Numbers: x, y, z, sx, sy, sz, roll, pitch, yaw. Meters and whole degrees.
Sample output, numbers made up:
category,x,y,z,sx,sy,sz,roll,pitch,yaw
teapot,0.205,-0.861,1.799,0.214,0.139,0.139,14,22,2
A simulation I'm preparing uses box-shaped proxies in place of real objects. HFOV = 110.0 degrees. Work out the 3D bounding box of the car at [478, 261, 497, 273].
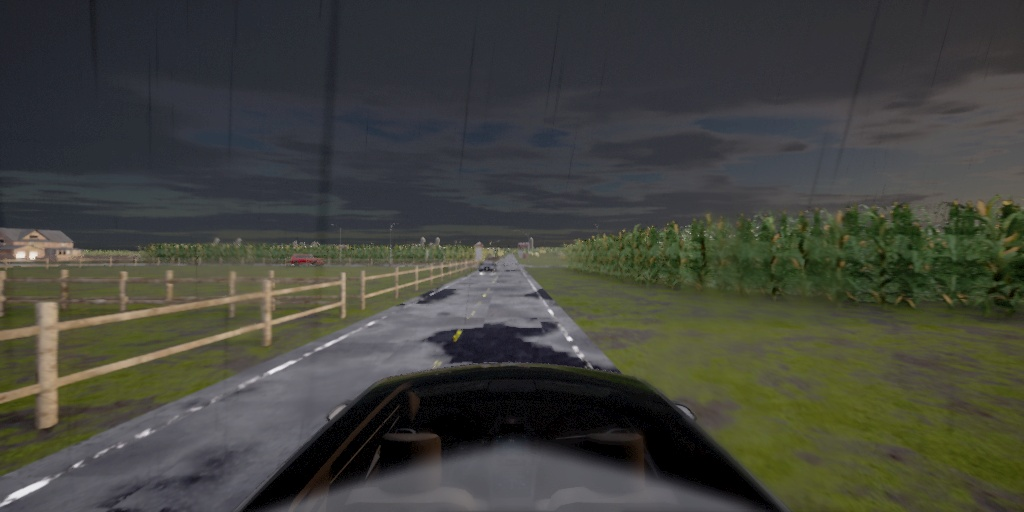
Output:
category,x,y,z,sx,sy,sz,roll,pitch,yaw
car,-2.832,1.244,42.707,1.994,1.385,4.181,0,0,0
